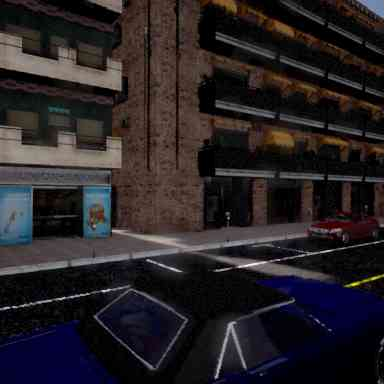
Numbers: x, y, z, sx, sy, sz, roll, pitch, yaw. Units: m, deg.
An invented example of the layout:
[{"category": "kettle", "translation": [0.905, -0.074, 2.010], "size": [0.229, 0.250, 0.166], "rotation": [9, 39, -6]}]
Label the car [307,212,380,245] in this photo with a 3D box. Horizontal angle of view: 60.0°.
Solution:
[{"category": "car", "translation": [7.172, 1.583, 15.538], "size": [4.206, 1.307, 1.802], "rotation": [0, 0, -35]}]

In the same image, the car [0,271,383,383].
[{"category": "car", "translation": [0.460, 1.601, 3.643], "size": [4.718, 1.301, 1.895], "rotation": [0, 0, -35]}]
